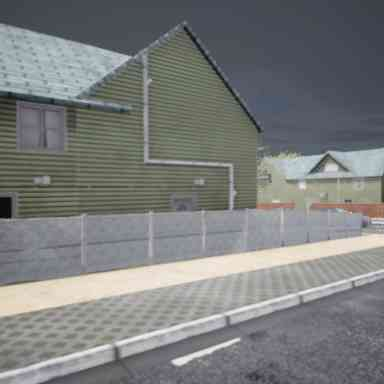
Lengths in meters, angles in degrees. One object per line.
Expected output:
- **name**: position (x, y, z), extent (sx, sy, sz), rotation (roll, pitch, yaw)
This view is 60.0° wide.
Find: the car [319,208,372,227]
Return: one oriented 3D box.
- **car**: position (11.278, 1.968, 25.632), extent (1.812, 1.442, 4.674), rotation (-1, -1, -36)
